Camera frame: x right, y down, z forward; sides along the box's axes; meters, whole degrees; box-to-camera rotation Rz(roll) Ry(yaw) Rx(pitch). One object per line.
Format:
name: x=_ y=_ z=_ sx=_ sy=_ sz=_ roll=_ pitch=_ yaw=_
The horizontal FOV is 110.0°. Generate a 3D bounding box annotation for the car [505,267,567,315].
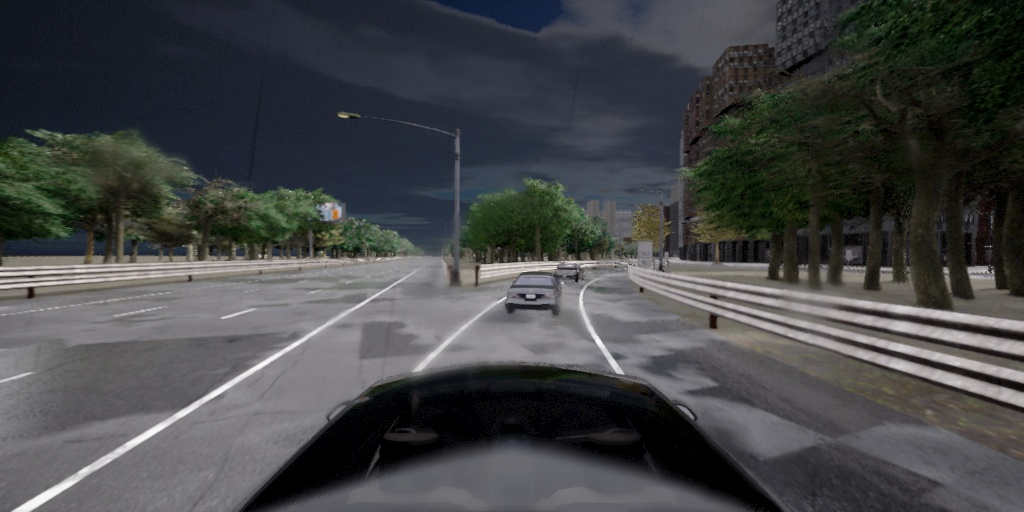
car: x=0.968 y=1.307 z=13.676 sx=2.033 sy=1.411 sz=5.357 roll=0 pitch=0 yaw=9

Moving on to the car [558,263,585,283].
car: x=4.665 y=1.279 z=28.593 sx=2.128 sy=1.511 sz=4.902 roll=0 pitch=0 yaw=19
